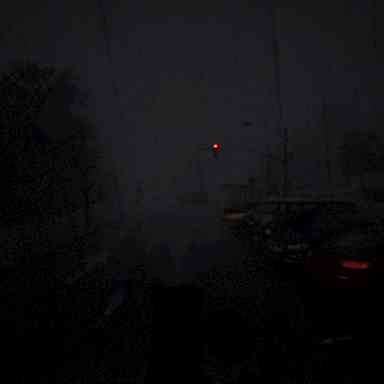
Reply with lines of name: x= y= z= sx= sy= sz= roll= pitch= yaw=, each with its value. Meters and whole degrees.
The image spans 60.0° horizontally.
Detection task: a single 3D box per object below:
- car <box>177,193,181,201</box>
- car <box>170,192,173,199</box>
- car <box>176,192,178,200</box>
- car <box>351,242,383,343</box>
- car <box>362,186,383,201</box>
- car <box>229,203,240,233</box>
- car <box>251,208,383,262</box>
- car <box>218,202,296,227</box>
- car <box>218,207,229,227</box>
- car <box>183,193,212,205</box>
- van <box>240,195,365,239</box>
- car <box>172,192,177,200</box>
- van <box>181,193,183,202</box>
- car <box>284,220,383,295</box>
car: x=0.573 y=1.256 z=66.217 sx=5.566 sy=2.045 sz=2.435 roll=1 pitch=0 yaw=-28
car: x=-2.707 y=1.300 z=90.026 sx=4.553 sy=1.767 sz=2.185 roll=1 pitch=0 yaw=-28
car: x=0.224 y=1.245 z=69.233 sx=5.566 sy=2.045 sz=2.435 roll=0 pitch=0 yaw=-28
car: x=4.743 y=1.508 z=4.425 sx=4.674 sy=1.452 sz=2.002 roll=1 pitch=0 yaw=-21
car: x=19.690 y=0.130 z=33.866 sx=2.002 sy=1.452 sz=4.674 roll=-7 pitch=4 yaw=-27
car: x=4.499 y=1.311 z=16.516 sx=4.553 sy=1.767 sz=2.185 roll=1 pitch=0 yaw=-22
car: x=4.648 y=1.454 z=10.467 sx=4.892 sy=1.521 sz=2.231 roll=1 pitch=0 yaw=-22
car: x=4.406 y=1.457 z=22.505 sx=4.792 sy=1.488 sz=2.163 roll=1 pitch=0 yaw=-23
car: x=4.182 y=1.424 z=19.453 sx=5.366 sy=1.575 sz=1.946 roll=1 pitch=0 yaw=-23
car: x=1.318 y=1.406 z=60.249 sx=4.553 sy=1.767 sz=2.185 roll=0 pitch=0 yaw=-27
van: x=4.460 y=1.218 z=13.440 sx=4.442 sy=1.987 sz=1.878 roll=1 pitch=0 yaw=-22
car: x=-0.998 y=1.210 z=78.164 sx=5.566 sy=2.045 sz=2.435 roll=0 pitch=0 yaw=-28
van: x=0.880 y=1.293 z=63.194 sx=4.442 sy=1.987 sz=1.878 roll=0 pitch=0 yaw=-27
car: x=4.694 y=1.500 z=7.449 sx=4.674 sy=1.452 sz=2.002 roll=1 pitch=0 yaw=-21
